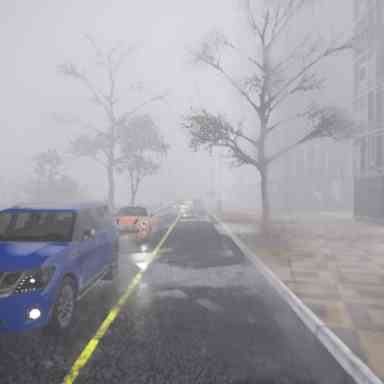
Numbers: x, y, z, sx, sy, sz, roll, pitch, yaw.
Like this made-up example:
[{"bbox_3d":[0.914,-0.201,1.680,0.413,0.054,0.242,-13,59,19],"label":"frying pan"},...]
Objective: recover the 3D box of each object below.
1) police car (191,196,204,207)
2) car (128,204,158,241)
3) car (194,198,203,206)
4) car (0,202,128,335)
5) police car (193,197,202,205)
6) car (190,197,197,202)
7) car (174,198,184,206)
[{"bbox_3d":[1.209,1.857,59.587,1.930,1.638,5.238,0,0,0],"label":"police car"},{"bbox_3d":[-3.006,1.471,17.369,2.097,1.767,4.553,0,0,0],"label":"car"},{"bbox_3d":[1.262,2.006,69.476,1.837,1.490,4.892,0,0,0],"label":"car"},{"bbox_3d":[-3.071,1.266,7.145,2.150,2.045,5.566,0,0,0],"label":"car"},{"bbox_3d":[1.295,1.969,75.587,1.930,1.638,5.238,0,0,0],"label":"police car"},{"bbox_3d":[0.501,2.070,95.033,1.812,1.442,4.674,0,0,0],"label":"car"},{"bbox_3d":[-2.655,1.984,67.082,1.812,1.442,4.674,0,0,1],"label":"car"}]
